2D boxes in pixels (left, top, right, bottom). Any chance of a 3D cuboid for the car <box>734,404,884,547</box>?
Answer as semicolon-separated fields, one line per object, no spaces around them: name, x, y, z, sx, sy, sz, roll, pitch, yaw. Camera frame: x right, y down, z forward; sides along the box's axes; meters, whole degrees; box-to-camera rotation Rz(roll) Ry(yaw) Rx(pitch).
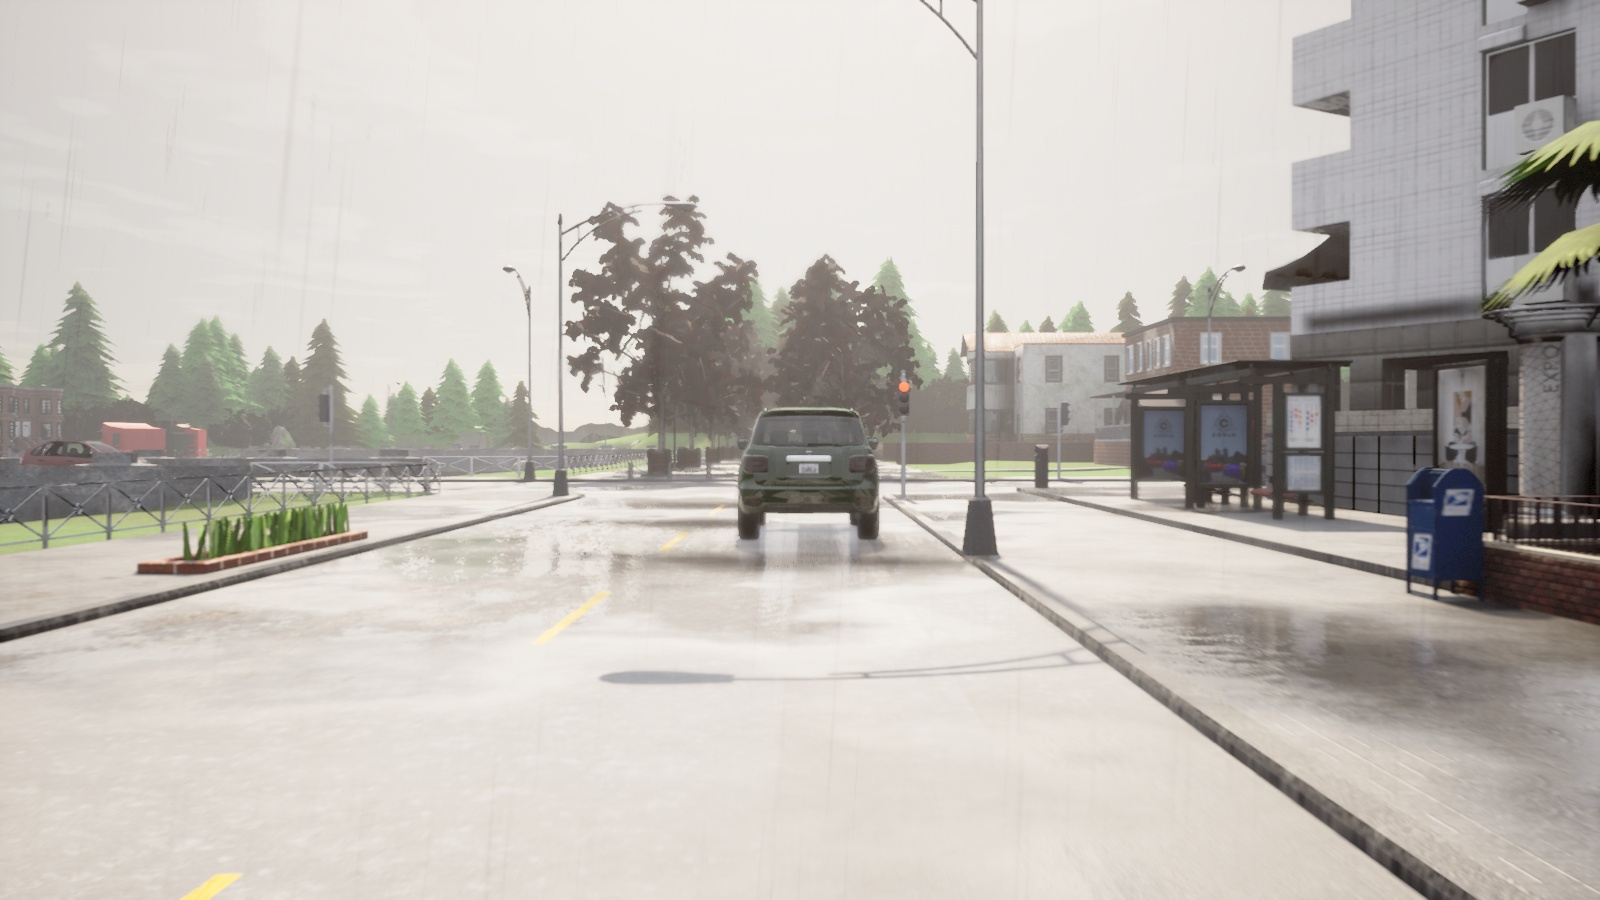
car;0.136;0.349;20.752;2.150;2.045;5.566;0;0;0

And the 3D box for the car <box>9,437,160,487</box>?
car;-23.804;0.390;41.866;3.988;1.617;1.851;0;0;0

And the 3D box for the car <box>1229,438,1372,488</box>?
car;16.561;0.423;41.664;3.988;1.617;1.851;0;0;0
